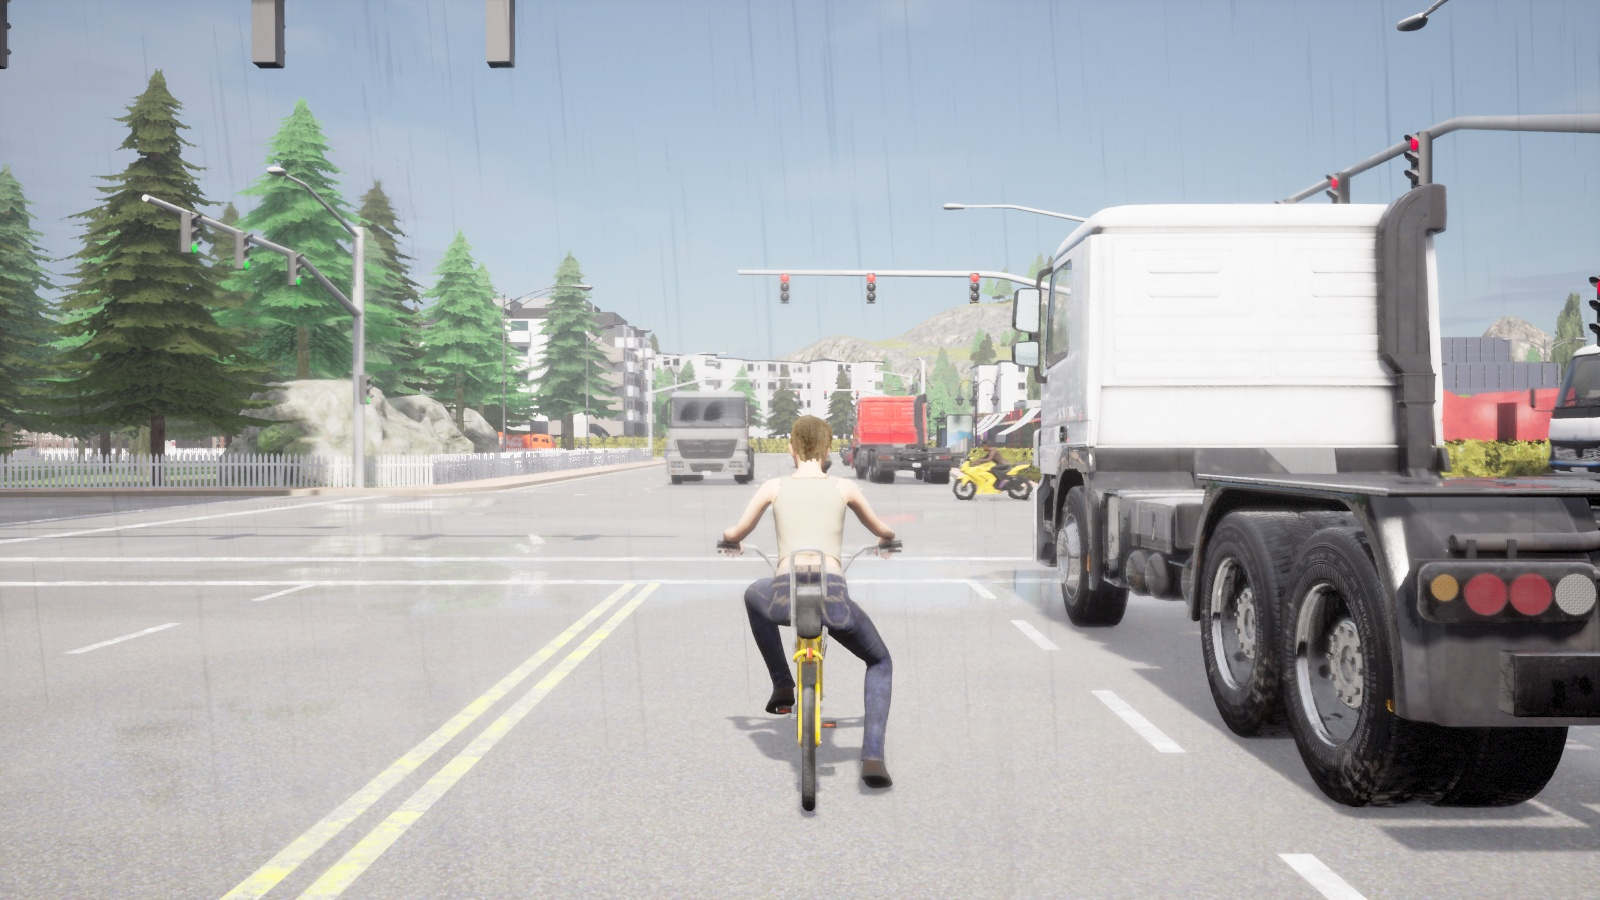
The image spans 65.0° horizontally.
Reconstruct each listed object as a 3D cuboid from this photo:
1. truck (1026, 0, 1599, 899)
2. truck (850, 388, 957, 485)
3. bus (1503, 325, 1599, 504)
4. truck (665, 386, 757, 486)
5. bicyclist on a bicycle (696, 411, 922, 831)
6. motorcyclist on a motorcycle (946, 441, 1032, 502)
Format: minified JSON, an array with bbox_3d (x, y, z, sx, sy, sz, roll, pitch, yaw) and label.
[{"bbox_3d":[3.559,-0.277,7.884,2.891,3.462,7.936,0,0,0],"label":"truck"},{"bbox_3d":[3.848,-0.507,48.703,2.891,3.462,7.936,0,0,-4],"label":"truck"},{"bbox_3d":[24.030,-0.845,31.750,10.273,4.253,3.944,0,0,0],"label":"bus"},{"bbox_3d":[-3.224,-0.508,47.643,2.891,3.462,7.936,0,0,0],"label":"truck"},{"bbox_3d":[0.042,0.652,5.576,0.866,1.612,1.509,0,0,1],"label":"bicyclist on a bicycle"},{"bbox_3d":[4.762,0.533,31.721,2.044,1.523,0.797,0,0,0],"label":"motorcyclist on a motorcycle"}]
